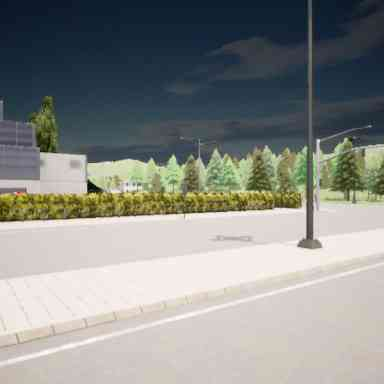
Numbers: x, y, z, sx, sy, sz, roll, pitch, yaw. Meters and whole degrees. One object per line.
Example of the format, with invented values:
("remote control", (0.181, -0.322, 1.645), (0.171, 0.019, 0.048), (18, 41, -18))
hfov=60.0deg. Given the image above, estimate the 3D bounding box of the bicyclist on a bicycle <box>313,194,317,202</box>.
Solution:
("bicyclist on a bicycle", (24.498, 1.273, 65.889), (1.656, 1.620, 0.582), (0, 0, -35))
